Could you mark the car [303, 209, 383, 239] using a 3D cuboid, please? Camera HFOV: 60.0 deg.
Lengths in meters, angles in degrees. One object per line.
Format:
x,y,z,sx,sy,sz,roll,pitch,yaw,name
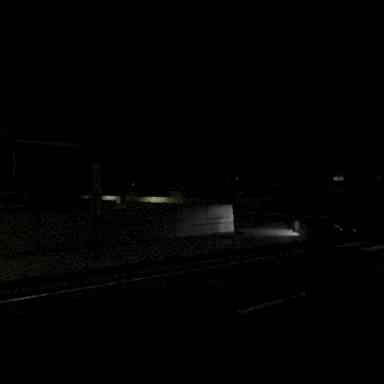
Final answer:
8.149,1.544,15.918,5.357,1.411,2.033,0,0,22,car
